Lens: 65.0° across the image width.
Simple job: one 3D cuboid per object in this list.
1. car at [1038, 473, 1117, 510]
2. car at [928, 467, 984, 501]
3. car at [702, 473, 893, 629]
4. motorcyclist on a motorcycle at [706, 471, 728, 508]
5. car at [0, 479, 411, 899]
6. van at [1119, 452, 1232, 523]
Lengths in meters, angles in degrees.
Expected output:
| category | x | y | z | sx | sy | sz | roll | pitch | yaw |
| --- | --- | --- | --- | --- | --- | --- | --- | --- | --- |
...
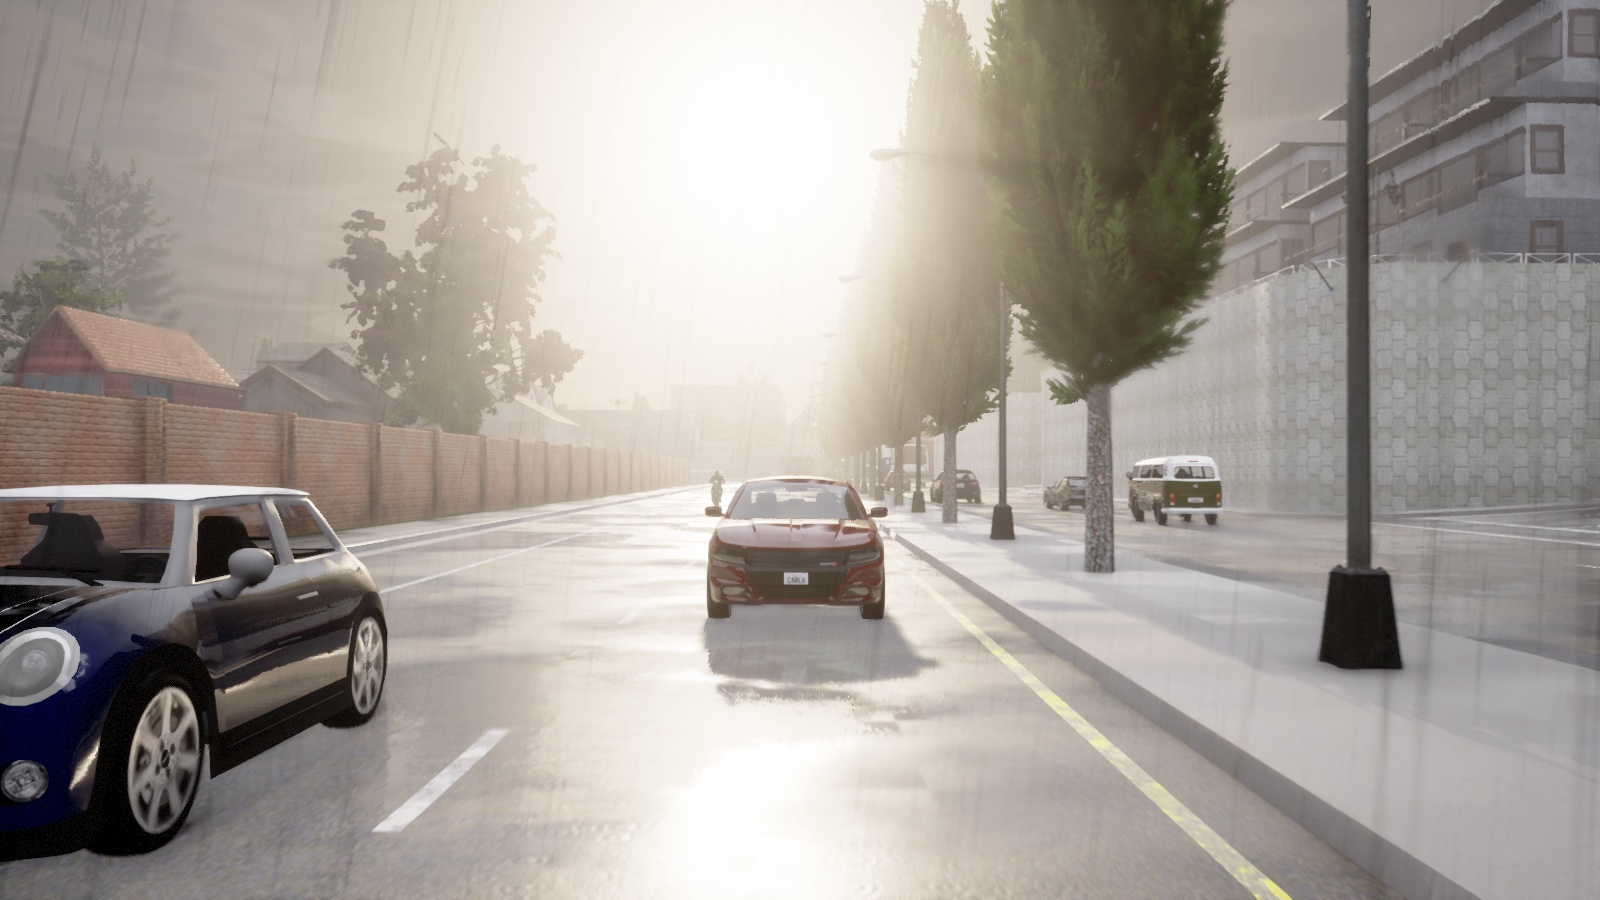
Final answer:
| category | x | y | z | sx | sy | sz | roll | pitch | yaw |
| --- | --- | --- | --- | --- | --- | --- | --- | --- | --- |
| car | 11.355 | 1.683 | 51.766 | 2.033 | 1.411 | 5.357 | 0 | -1 | 0 |
| car | 7.845 | 1.694 | 63.717 | 2.242 | 1.667 | 4.611 | 0 | -1 | 0 |
| car | -0.036 | 1.042 | 14.917 | 1.882 | 1.535 | 5.008 | 0 | -1 | 0 |
| motorcyclist on a motorcycle | -3.634 | 1.705 | 55.105 | 0.866 | 1.590 | 1.817 | 0 | -1 | 0 |
| car | -3.516 | 0.899 | 6.281 | 1.970 | 1.475 | 3.806 | 0 | -1 | 0 |
| van | 11.405 | 1.123 | 38.467 | 2.069 | 2.038 | 4.480 | 0 | -1 | 0 |
